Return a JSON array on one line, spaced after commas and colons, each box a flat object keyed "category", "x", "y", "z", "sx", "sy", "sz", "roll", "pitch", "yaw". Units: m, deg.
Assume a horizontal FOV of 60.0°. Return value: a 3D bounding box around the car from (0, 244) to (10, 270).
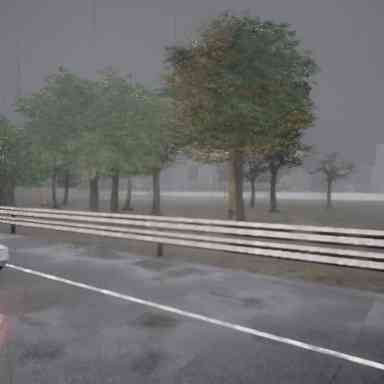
[{"category": "car", "x": -6.921, "y": 1.544, "z": 8.909, "sx": 4.718, "sy": 1.301, "sz": 1.895, "roll": 0, "pitch": 0, "yaw": 36}]
